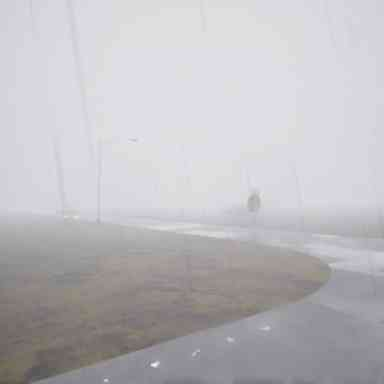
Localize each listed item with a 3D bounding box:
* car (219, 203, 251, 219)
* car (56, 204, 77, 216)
[{"bbox_3d":[4.899,2.107,38.336,2.097,1.767,4.553,-2,-1,-19],"label":"car"},{"bbox_3d":[-18.801,2.596,49.910,2.097,1.767,4.553,1,-2,-36],"label":"car"}]
